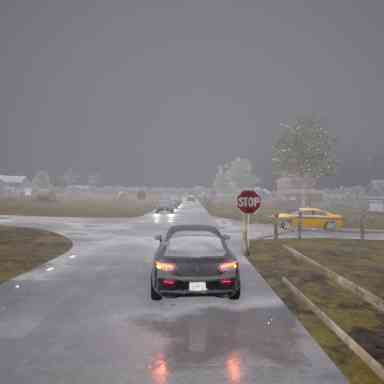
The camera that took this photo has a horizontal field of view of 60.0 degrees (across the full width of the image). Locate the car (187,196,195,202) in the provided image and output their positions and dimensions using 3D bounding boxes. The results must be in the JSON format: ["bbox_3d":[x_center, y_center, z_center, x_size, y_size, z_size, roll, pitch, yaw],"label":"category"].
[{"bbox_3d":[-0.192,1.563,78.464,1.882,1.535,5.008,0,0,0],"label":"car"}]

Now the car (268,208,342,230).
[{"bbox_3d":[7.816,1.842,23.203,5.008,1.535,1.882,3,0,-6],"label":"car"}]

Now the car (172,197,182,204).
[{"bbox_3d":[-2.943,1.664,65.973,1.895,1.301,4.718,0,0,0],"label":"car"}]

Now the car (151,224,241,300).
[{"bbox_3d":[0.027,1.528,8.265,1.812,1.442,4.674,0,0,-2],"label":"car"}]

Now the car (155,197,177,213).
[{"bbox_3d":[-2.939,1.529,37.139,1.837,1.490,4.892,0,0,0],"label":"car"}]

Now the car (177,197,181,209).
[{"bbox_3d":[-2.953,1.596,46.284,1.994,1.385,4.181,0,0,0],"label":"car"}]
